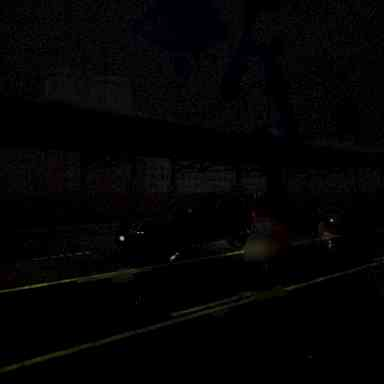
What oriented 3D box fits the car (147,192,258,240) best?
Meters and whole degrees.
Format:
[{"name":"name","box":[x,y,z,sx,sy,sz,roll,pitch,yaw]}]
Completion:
[{"name":"car","box":[0.647,1.063,17.253,5.566,2.045,2.150,-1,0,-35]}]

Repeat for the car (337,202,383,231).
[{"name":"car","box":[8.658,1.250,18.646,5.357,1.411,2.033,-1,1,-35]}]

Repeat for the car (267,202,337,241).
[{"name":"car","box":[4.444,1.304,15.640,4.892,1.490,1.837,-1,1,-36]}]

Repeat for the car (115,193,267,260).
[{"name":"car","box":[-0.031,1.117,12.449,5.566,2.045,2.150,-1,1,-35]}]
